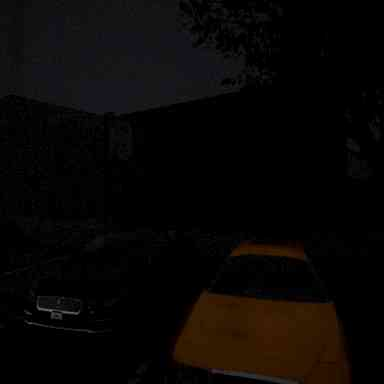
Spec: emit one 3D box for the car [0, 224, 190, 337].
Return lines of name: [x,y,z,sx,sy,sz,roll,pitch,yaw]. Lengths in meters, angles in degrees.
car: [-1.228,1.487,6.974,2.231,1.521,4.892,1,-1,16]

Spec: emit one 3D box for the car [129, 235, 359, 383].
car: [1.160,1.480,5.045,1.946,1.575,5.366,1,-1,16]

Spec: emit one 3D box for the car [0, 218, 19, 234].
car: [-8.550,1.528,12.209,2.002,1.452,4.674,1,-1,16]
